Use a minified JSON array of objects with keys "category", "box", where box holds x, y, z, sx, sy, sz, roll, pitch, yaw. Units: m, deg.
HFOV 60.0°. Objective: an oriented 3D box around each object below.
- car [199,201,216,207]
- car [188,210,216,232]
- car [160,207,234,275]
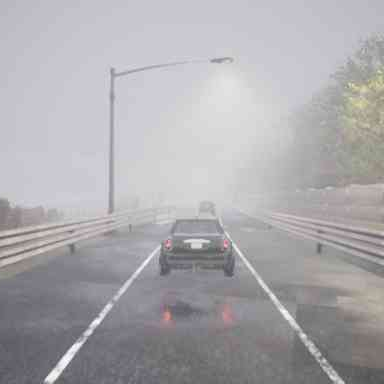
[{"category":"car","box":[2.069,2.209,45.234,2.150,2.045,5.566,0,-1,4]},{"category":"car","box":[0.793,2.120,25.138,1.895,1.301,4.718,0,-1,3]},{"category":"car","box":[0.177,1.546,11.231,2.097,1.767,4.553,0,-1,1]}]
